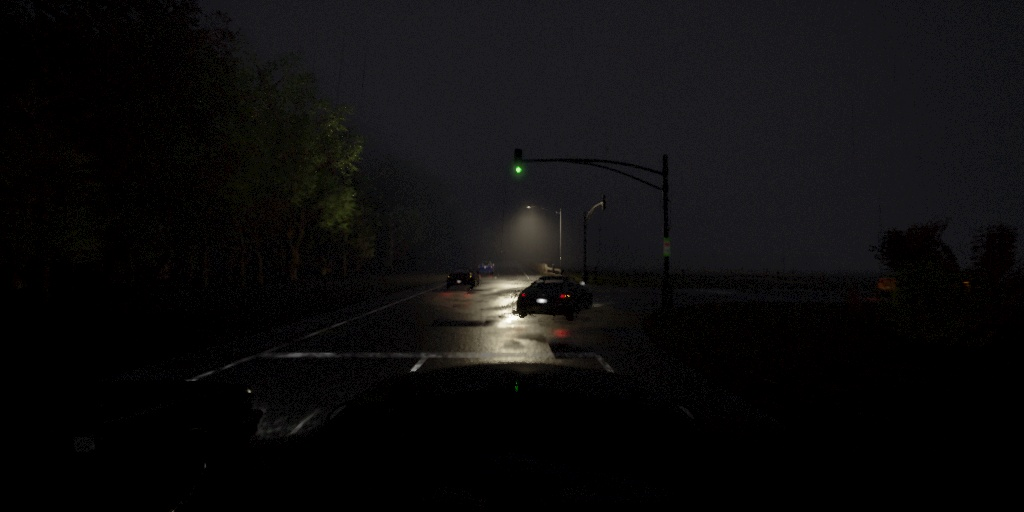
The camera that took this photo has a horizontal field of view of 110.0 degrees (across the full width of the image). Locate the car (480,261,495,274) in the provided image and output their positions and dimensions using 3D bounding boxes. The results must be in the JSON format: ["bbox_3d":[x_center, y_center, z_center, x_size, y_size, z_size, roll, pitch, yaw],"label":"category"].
[{"bbox_3d":[-3.397,1.481,47.620,2.097,1.767,4.553,0,0,0],"label":"car"}]

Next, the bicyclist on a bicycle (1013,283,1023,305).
[{"bbox_3d":[24.303,1.530,16.565,0.582,1.620,1.656,1,-1,0],"label":"bicyclist on a bicycle"}]

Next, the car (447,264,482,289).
[{"bbox_3d":[-3.399,1.473,25.290,1.812,1.442,4.674,0,0,0],"label":"car"}]

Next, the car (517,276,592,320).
[{"bbox_3d":[1.687,1.412,13.294,1.994,1.385,4.181,0,-1,21],"label":"car"}]

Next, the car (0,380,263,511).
[{"bbox_3d":[-3.399,1.292,1.065,2.033,1.411,5.357,0,0,0],"label":"car"}]

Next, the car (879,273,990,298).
[{"bbox_3d":[24.058,1.636,20.465,5.008,1.535,1.882,1,-1,0],"label":"car"}]
